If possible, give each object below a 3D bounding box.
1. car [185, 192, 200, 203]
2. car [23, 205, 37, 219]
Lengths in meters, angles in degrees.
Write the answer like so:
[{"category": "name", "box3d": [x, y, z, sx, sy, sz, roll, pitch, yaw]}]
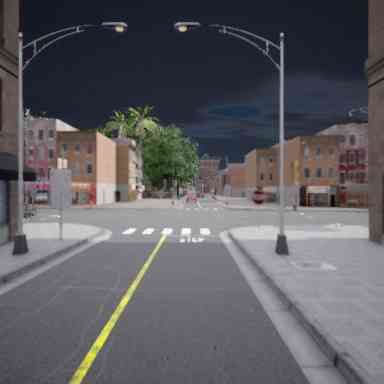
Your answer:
[{"category": "car", "box3d": [-0.071, 1.063, 65.591, 2.150, 2.045, 5.566, 0, 1, 0]}, {"category": "car", "box3d": [-14.403, 1.286, 25.105, 5.008, 1.535, 1.882, 0, 0, 0]}]
